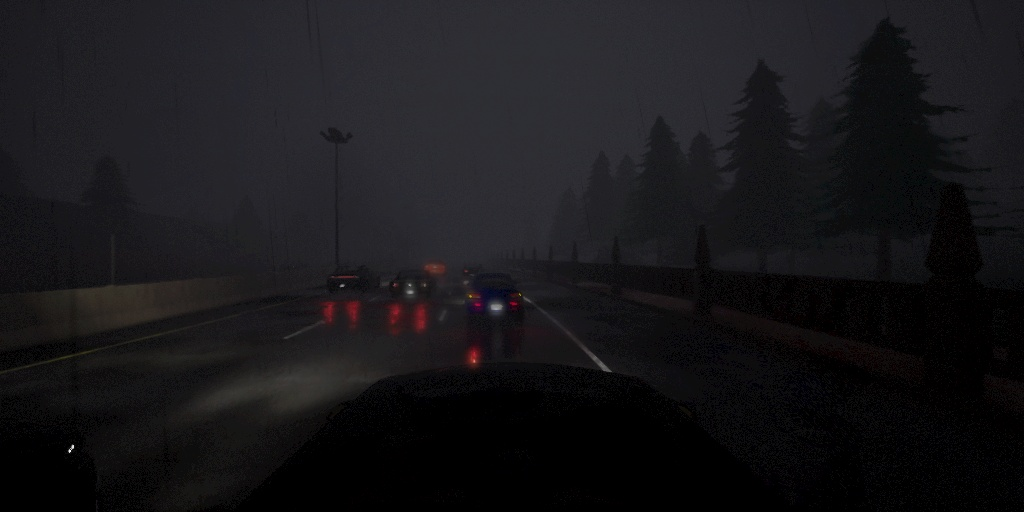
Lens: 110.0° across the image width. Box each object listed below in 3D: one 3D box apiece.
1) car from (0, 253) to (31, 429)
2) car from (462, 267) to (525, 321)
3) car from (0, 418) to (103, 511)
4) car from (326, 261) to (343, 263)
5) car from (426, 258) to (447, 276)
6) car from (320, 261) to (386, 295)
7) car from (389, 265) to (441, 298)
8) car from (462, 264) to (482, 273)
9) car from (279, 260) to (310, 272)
[{"bbox_3d":[-7.012,0.998,1.649,2.150,2.045,5.566,0,0,0],"label":"car"},{"bbox_3d":[-0.683,1.267,12.360,1.812,1.442,4.674,0,0,-6],"label":"car"},{"bbox_3d":[-3.543,1.256,0.212,2.128,1.511,4.902,0,0,1],"label":"car"},{"bbox_3d":[-19.136,1.309,40.252,1.812,1.442,4.674,0,0,-9],"label":"car"},{"bbox_3d":[-7.750,1.096,36.678,2.097,1.767,4.553,0,0,-9],"label":"car"},{"bbox_3d":[-8.718,1.256,20.088,2.128,1.511,4.902,0,0,-8],"label":"car"},{"bbox_3d":[-4.934,1.352,18.510,1.895,1.301,4.718,0,0,-8],"label":"car"},{"bbox_3d":[-3.556,1.333,32.598,1.895,1.301,4.718,0,0,-9],"label":"car"},{"bbox_3d":[-26.879,1.286,44.439,1.882,1.535,5.008,0,0,-9],"label":"car"}]
